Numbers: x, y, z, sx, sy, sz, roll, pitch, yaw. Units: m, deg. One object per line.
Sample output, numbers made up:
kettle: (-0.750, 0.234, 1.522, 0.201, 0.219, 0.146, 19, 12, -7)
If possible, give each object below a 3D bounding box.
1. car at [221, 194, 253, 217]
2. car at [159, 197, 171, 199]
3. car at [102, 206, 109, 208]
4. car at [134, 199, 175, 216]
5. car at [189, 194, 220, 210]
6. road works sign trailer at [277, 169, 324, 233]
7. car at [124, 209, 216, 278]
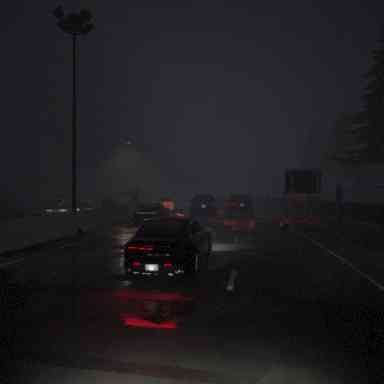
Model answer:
car: (4.299, 1.222, 31.235, 2.150, 2.045, 5.566, 0, 0, 0)
car: (-3.116, 1.352, 38.257, 2.097, 1.767, 4.553, 0, 0, -5)
car: (-11.617, 1.563, 46.710, 1.994, 1.385, 4.181, 0, 0, -11)
car: (-2.682, 1.488, 22.660, 2.128, 1.511, 4.902, 0, 0, 3)
car: (0.935, 1.224, 29.385, 2.150, 2.045, 5.566, 0, 0, 0)
road works sign trailer: (6.587, 0.464, 19.229, 2.380, 3.560, 2.880, 0, 0, -15)
car: (-0.528, 1.507, 10.217, 1.837, 1.490, 4.892, 0, 1, 10)
